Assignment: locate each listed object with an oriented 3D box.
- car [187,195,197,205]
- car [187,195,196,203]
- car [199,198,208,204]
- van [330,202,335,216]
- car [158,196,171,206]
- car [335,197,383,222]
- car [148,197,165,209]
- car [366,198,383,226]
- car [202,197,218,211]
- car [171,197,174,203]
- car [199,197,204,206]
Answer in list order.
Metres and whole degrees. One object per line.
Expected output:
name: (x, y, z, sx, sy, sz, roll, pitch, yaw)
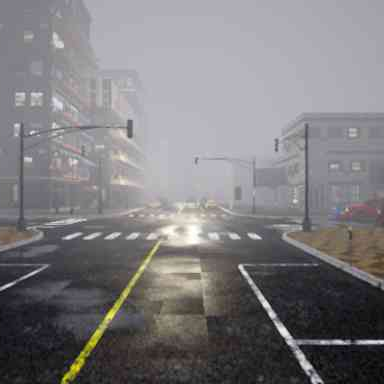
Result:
car: (-0.037, 1.827, 72.898, 2.097, 1.767, 4.553, 0, 0, 0)
car: (-0.042, 1.662, 82.963, 2.150, 2.045, 5.566, 0, 0, 0)
car: (2.652, 2.071, 79.357, 2.008, 1.369, 4.403, 0, 0, 0)
van: (14.884, 1.591, 30.615, 3.998, 1.788, 1.690, 0, -1, 0)
car: (-5.719, 1.714, 62.737, 2.192, 1.841, 5.009, 0, 0, 0)
car: (15.478, 1.448, 28.025, 5.566, 2.045, 2.150, 0, -1, 0)
car: (-5.715, 1.847, 51.487, 1.752, 1.417, 4.829, 0, 0, 0)
car: (14.911, 1.479, 22.236, 5.009, 1.841, 2.192, 0, -1, 0)
car: (2.669, 1.812, 46.293, 1.752, 1.417, 4.829, 0, 0, 0)
car: (-5.726, 2.030, 73.813, 2.008, 1.369, 4.403, 0, 0, 0)
car: (2.663, 1.942, 57.201, 1.802, 1.307, 4.206, 0, 0, 0)
